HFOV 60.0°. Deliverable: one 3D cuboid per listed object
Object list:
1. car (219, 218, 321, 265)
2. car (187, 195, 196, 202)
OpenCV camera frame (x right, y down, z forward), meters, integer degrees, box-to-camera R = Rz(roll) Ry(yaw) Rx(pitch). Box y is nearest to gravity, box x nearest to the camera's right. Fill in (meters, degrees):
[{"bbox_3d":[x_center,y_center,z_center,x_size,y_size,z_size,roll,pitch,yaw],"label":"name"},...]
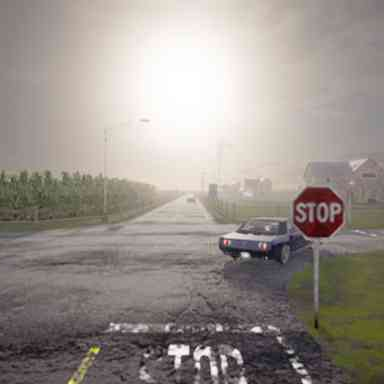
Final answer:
[{"bbox_3d":[2.976,1.552,11.745,1.895,1.301,4.718,-1,1,38],"label":"car"},{"bbox_3d":[-0.119,1.464,72.217,2.128,1.511,4.902,0,0,0],"label":"car"}]
